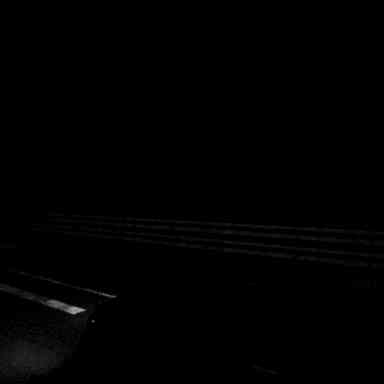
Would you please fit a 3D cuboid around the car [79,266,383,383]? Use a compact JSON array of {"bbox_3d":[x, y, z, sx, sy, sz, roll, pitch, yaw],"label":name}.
[{"bbox_3d":[0.837,1.533,3.400,4.674,1.442,1.812,0,0,36],"label":"car"}]
